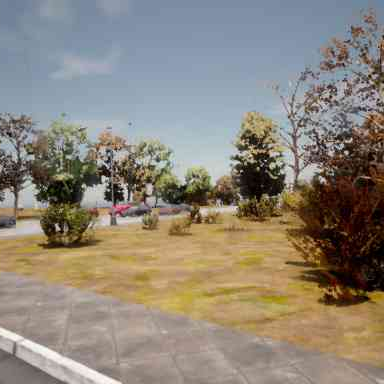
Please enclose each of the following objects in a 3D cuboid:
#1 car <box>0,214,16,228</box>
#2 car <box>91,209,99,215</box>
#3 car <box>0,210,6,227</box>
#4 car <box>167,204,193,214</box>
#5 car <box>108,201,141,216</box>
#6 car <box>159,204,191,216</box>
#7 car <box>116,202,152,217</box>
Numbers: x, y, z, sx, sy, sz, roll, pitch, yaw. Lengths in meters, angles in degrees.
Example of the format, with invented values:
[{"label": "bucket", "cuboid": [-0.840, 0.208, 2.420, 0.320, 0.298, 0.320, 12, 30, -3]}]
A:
[{"label": "car", "cuboid": [-16.996, 2.445, 27.654, 1.994, 1.385, 4.181, -3, -2, 34]}, {"label": "car", "cuboid": [-12.132, 2.377, 35.147, 1.882, 1.535, 5.008, -3, -2, 32]}, {"label": "car", "cuboid": [-19.746, 2.519, 29.817, 1.882, 1.535, 5.008, -3, -2, 35]}, {"label": "car", "cuboid": [-1.785, 2.570, 51.581, 1.994, 1.385, 4.181, -3, -2, 32]}, {"label": "car", "cuboid": [-9.127, 2.334, 46.519, 2.150, 2.045, 5.566, -3, -2, 32]}, {"label": "car", "cuboid": [-2.483, 2.352, 43.577, 1.994, 1.385, 4.181, -3, -2, 32]}, {"label": "car", "cuboid": [-7.137, 2.466, 43.080, 1.812, 1.442, 4.674, -3, -2, 32]}]
